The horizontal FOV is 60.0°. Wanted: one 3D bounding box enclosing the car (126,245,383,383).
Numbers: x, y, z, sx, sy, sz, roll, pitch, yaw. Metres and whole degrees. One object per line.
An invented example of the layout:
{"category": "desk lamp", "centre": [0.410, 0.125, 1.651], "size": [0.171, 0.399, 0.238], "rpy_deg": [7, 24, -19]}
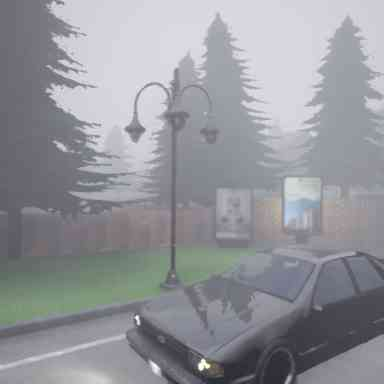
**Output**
{"category": "car", "centre": [1.761, 1.604, 5.249], "size": [5.357, 1.411, 2.033], "rpy_deg": [1, -1, -35]}
